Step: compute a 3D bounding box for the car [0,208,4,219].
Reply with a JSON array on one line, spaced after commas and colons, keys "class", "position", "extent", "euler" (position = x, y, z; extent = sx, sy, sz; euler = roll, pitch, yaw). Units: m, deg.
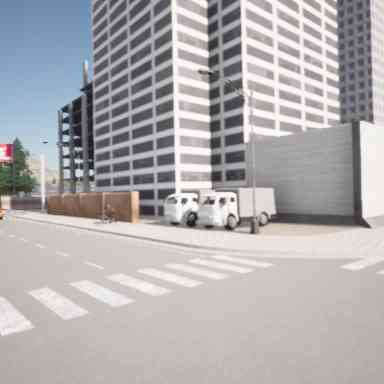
[{"class": "car", "position": [-22.337, 2.139, 36.696], "extent": [2.097, 1.767, 4.553], "euler": [-1, -1, -40]}]

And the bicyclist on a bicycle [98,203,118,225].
[{"class": "bicyclist on a bicycle", "position": [-6.329, 1.643, 25.085], "extent": [1.656, 1.620, 0.582], "euler": [-1, 0, -40]}]
